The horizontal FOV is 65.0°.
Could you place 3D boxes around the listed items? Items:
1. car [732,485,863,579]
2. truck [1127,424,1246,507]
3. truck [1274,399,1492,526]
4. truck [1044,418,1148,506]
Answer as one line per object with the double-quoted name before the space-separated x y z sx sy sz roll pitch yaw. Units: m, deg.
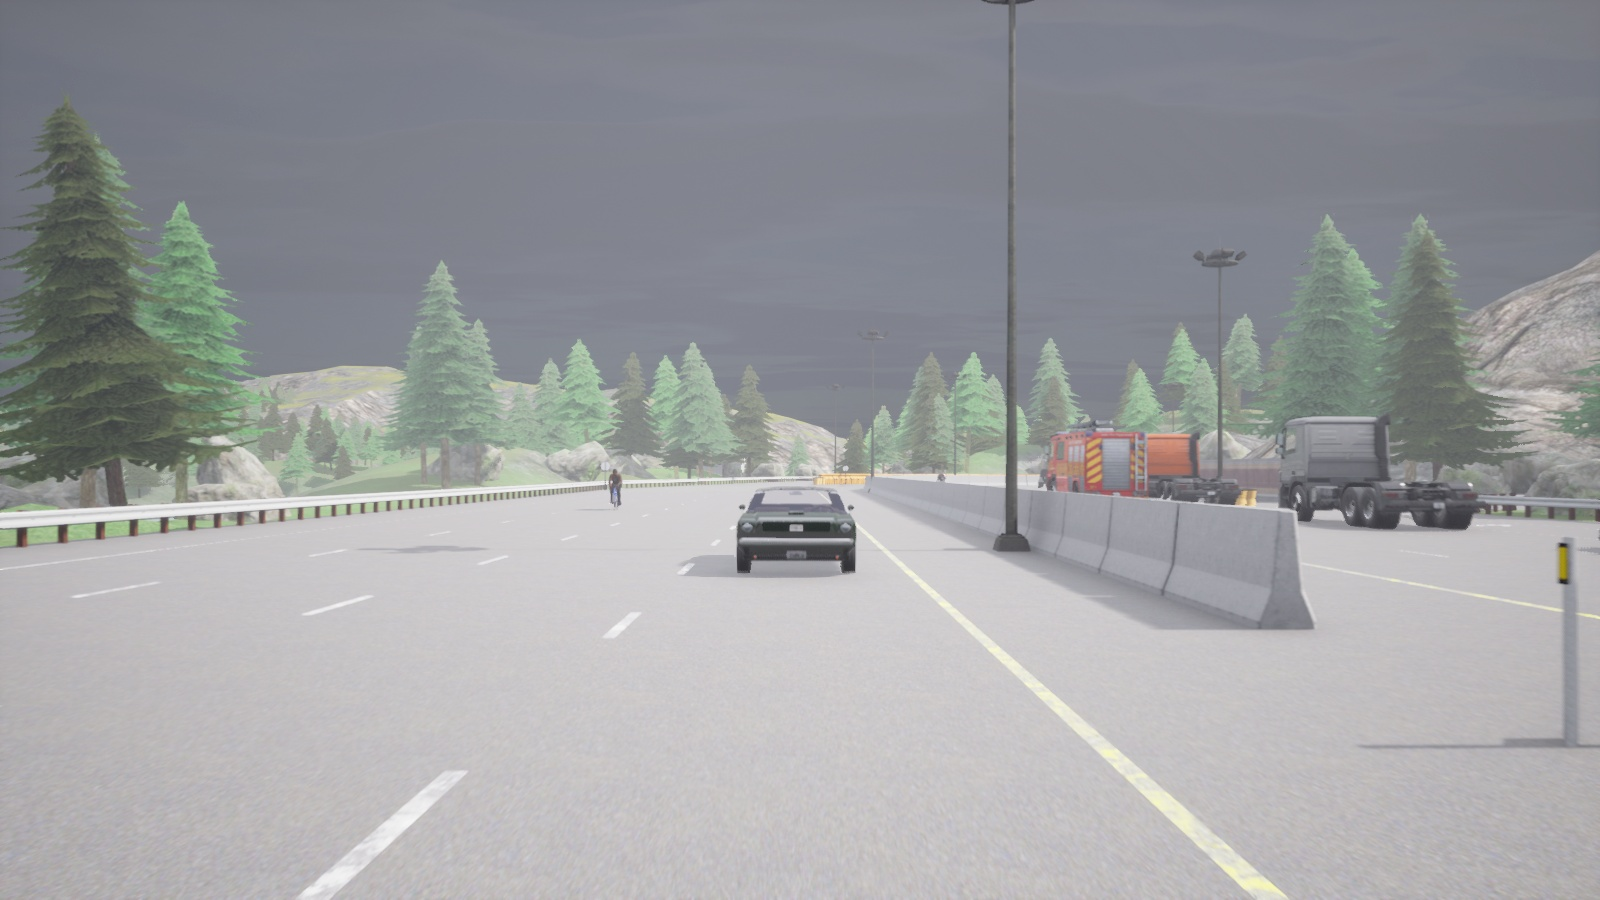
"car" -0.048 1.259 20.576 1.895 1.301 4.718 0 -1 0
"truck" 17.322 0.716 56.934 2.891 3.462 7.936 0 -1 0
"truck" 17.405 0.403 38.248 2.891 3.462 7.936 0 -1 0
"truck" 13.810 0.588 59.346 2.891 3.827 8.468 0 -1 0
